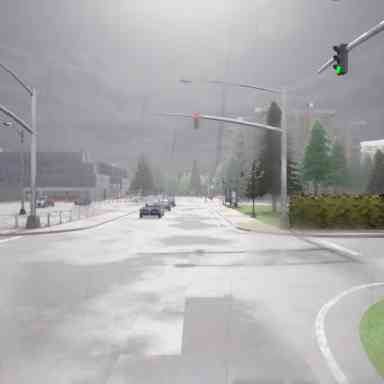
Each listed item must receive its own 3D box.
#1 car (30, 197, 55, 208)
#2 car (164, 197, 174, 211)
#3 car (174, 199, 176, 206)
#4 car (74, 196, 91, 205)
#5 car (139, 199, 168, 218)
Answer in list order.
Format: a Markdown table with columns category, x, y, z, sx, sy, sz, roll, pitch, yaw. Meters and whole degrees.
| category | x | y | z | sx | sy | sz | roll | pitch | yaw |
| --- | --- | --- | --- | --- | --- | --- | --- | --- | --- |
| car | -20.481 | 1.384 | 45.651 | 1.970 | 1.475 | 3.806 | 0 | 0 | 0 |
| car | -3.568 | 1.564 | 40.272 | 1.994 | 1.385 | 4.181 | 0 | 0 | 0 |
| car | -3.520 | 1.478 | 50.755 | 1.882 | 1.535 | 5.008 | 0 | 0 | 0 |
| car | -17.424 | 1.374 | 53.040 | 1.845 | 1.501 | 3.633 | 0 | 0 | 0 |
| car | -3.581 | 1.601 | 30.276 | 1.895 | 1.301 | 4.718 | 0 | 0 | 0 |
